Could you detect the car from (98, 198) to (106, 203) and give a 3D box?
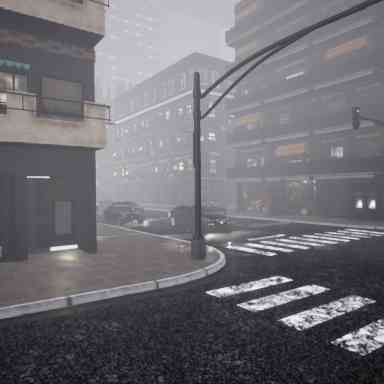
[{"bbox_3d":[-11.915,1.520,47.249,1.887,1.381,4.507,-1,1,-36],"label":"car"}]

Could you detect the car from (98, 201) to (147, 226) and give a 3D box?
[{"bbox_3d":[-5.161,1.632,24.557,1.947,1.339,4.313,-1,1,-36],"label":"car"}]

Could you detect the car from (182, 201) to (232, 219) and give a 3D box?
[{"bbox_3d":[1.212,1.513,29.190,2.008,1.369,4.403,-1,1,-36],"label":"car"}]

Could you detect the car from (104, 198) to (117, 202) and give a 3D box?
[{"bbox_3d":[-5.815,1.543,29.651,1.837,1.490,4.892,-1,0,-36],"label":"car"}]

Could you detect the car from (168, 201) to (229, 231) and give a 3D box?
[{"bbox_3d":[0.292,1.534,21.247,1.837,1.490,4.892,-1,1,-36],"label":"car"}]
